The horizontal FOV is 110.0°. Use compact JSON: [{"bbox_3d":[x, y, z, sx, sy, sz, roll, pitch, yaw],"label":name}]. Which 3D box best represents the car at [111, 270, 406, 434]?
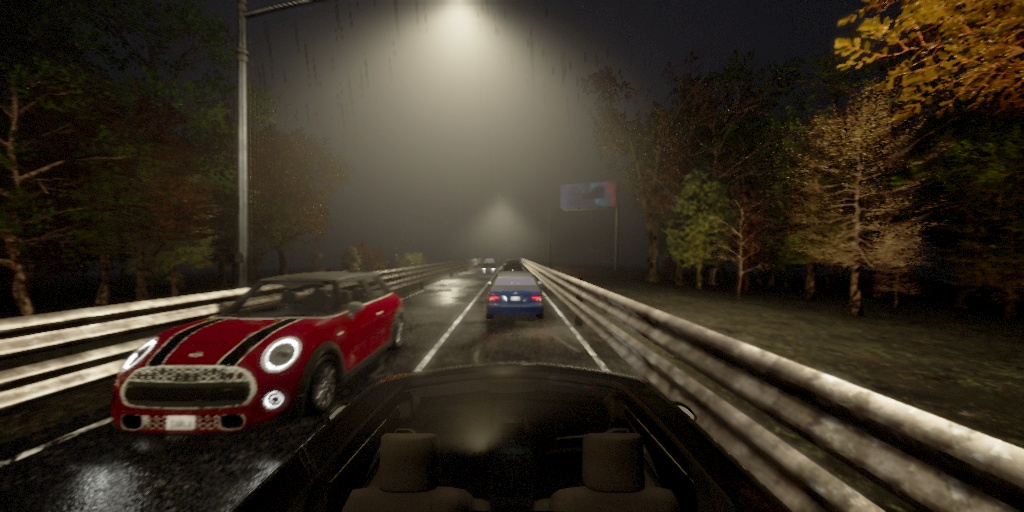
[{"bbox_3d":[-3.351,1.080,5.868,2.097,1.767,4.553,0,0,0],"label":"car"}]

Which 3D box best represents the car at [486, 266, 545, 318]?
[{"bbox_3d":[0.099,1.239,12.654,2.033,1.411,5.357,0,0,0],"label":"car"}]

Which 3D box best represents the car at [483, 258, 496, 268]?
[{"bbox_3d":[-3.291,1.023,53.363,2.033,1.411,5.357,0,0,0],"label":"car"}]

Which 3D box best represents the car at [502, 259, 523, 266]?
[{"bbox_3d":[0.075,1.067,36.957,1.837,1.490,4.892,0,0,0],"label":"car"}]
